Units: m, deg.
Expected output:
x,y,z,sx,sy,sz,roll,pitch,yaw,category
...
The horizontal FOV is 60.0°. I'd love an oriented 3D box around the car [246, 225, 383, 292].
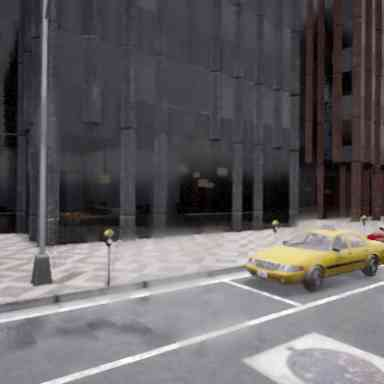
x,y,z,sx,sy,sz,roll,pitch,yaw,category
3.622,1.633,9.236,4.829,1.417,1.752,1,-1,-36,car
